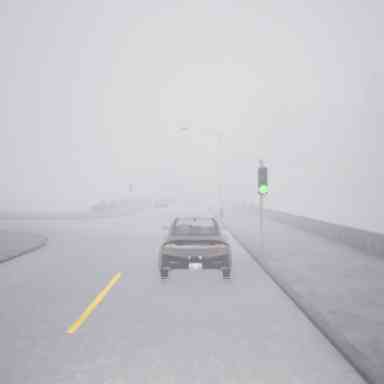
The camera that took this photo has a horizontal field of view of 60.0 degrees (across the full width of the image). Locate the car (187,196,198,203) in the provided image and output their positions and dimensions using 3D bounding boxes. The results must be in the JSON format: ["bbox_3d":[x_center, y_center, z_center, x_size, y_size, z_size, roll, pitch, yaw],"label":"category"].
[{"bbox_3d":[0.113,1.511,66.435,1.812,1.442,4.674,0,0,0],"label":"car"}]

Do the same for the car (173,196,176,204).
[{"bbox_3d":[-4.059,1.588,54.669,1.895,1.301,4.718,0,0,0],"label":"car"}]

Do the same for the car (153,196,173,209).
[{"bbox_3d":[-4.089,1.537,45.003,2.033,1.411,5.357,0,0,0],"label":"car"}]

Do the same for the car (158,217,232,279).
[{"bbox_3d":[0.087,1.489,10.076,2.128,1.511,4.902,0,0,0],"label":"car"}]
